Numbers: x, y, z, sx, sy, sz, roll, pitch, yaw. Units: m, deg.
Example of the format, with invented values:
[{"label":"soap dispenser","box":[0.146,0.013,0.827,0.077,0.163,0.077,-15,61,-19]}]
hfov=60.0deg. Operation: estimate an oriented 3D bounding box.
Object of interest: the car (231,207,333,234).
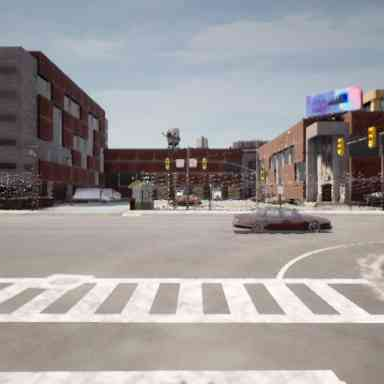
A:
[{"label":"car","box":[4.881,1.558,18.592,5.357,1.411,2.033,0,0,1]}]
